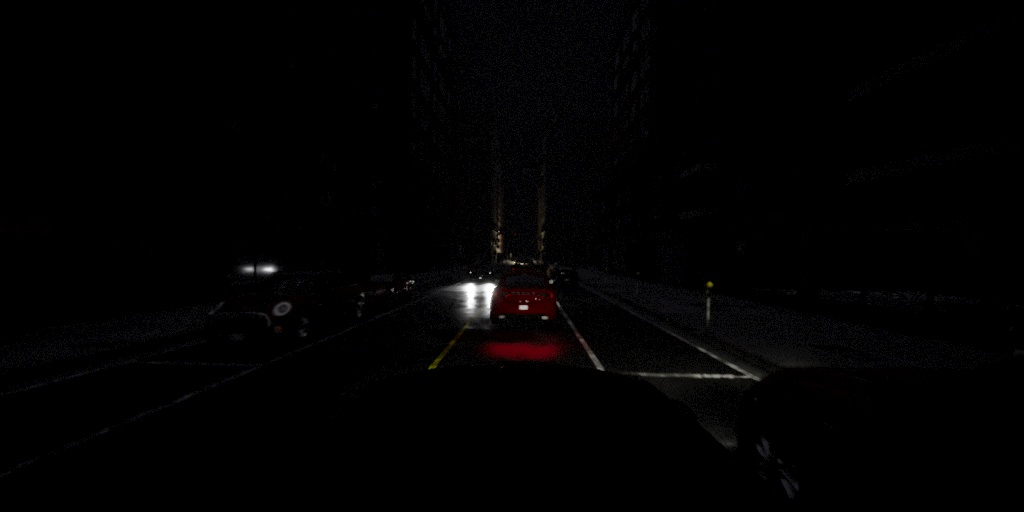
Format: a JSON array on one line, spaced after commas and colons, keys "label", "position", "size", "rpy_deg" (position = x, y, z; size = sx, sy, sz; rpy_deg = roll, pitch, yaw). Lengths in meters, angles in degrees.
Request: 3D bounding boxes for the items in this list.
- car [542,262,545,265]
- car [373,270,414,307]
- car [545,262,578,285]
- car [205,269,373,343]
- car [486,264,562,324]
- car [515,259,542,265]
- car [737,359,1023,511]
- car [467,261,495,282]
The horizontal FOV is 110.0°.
[{"label": "car", "position": [3.867, 1.287, 31.425], "size": [1.751, 1.417, 4.829], "rpy_deg": [0, 0, 2]}, {"label": "car", "position": [-5.284, 1.251, 14.818], "size": [1.802, 1.307, 4.207], "rpy_deg": [0, 0, 2]}, {"label": "car", "position": [3.657, 1.318, 25.673], "size": [2.007, 1.370, 4.403], "rpy_deg": [0, 0, 2]}, {"label": "car", "position": [-5.487, 1.113, 9.236], "size": [1.967, 1.591, 4.097], "rpy_deg": [0, 0, 2]}, {"label": "car", "position": [0.397, 1.222, 12.042], "size": [1.882, 1.535, 5.008], "rpy_deg": [1, 0, 2]}, {"label": "car", "position": [0.942, 1.084, 27.027], "size": [2.097, 1.767, 4.553], "rpy_deg": [1, 0, 2]}, {"label": "car", "position": [3.025, 1.141, 1.362], "size": [2.097, 1.767, 4.553], "rpy_deg": [1, 0, 2]}, {"label": "car", "position": [-2.202, 1.291, 28.197], "size": [1.895, 1.301, 4.718], "rpy_deg": [1, 0, 2]}]
